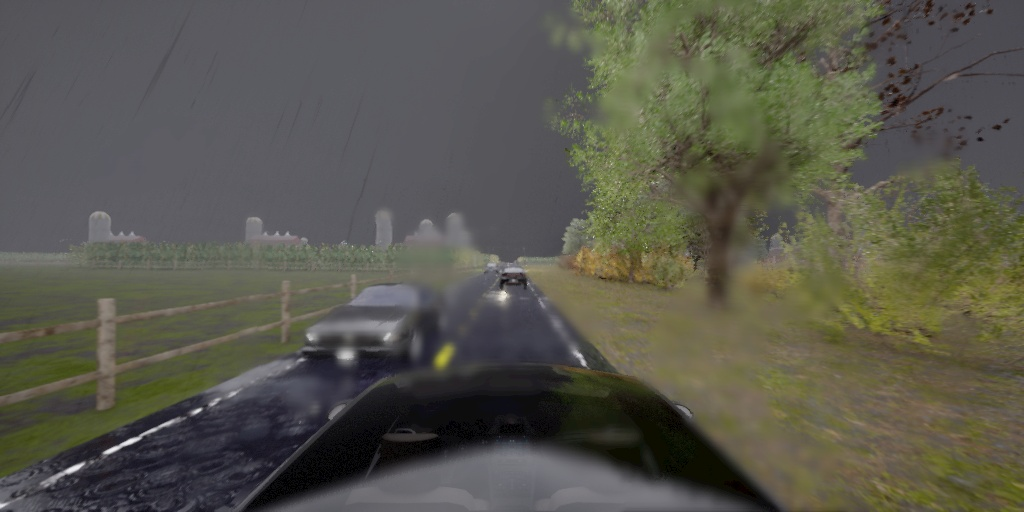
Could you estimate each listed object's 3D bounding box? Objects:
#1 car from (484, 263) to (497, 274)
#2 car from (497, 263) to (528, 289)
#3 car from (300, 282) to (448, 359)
[{"bbox_3d":[-2.827,1.705,50.756,1.812,1.442,4.674,0,0,0],"label":"car"},{"bbox_3d":[0.101,1.436,25.634,1.882,1.535,5.008,0,0,0],"label":"car"},{"bbox_3d":[-2.845,1.361,8.848,2.033,1.411,5.357,0,-1,0],"label":"car"}]
